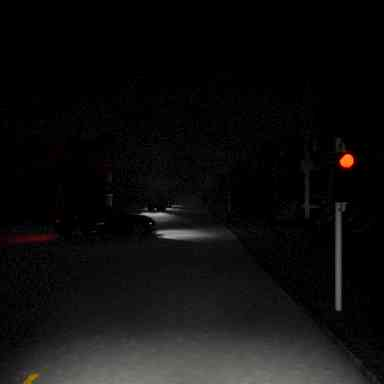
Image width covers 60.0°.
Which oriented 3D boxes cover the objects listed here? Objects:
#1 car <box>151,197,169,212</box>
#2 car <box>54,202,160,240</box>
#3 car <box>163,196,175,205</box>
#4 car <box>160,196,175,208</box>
[{"bbox_3d":[-4.099,1.601,39.424,1.895,1.301,4.718,0,0,0],"label":"car"},{"bbox_3d":[-4.338,1.507,16.833,4.892,1.490,1.837,-1,1,-18],"label":"car"},{"bbox_3d":[-4.054,1.525,58.541,1.812,1.442,4.674,0,0,0],"label":"car"},{"bbox_3d":[-4.087,1.352,48.387,2.097,1.767,4.553,0,0,0],"label":"car"}]
